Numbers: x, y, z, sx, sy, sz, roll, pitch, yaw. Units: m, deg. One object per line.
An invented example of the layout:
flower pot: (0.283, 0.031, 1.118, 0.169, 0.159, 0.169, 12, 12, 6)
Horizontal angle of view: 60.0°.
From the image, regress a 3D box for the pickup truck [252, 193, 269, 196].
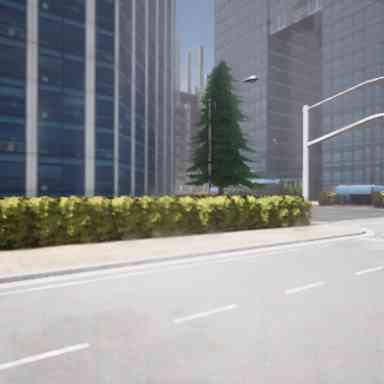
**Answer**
pickup truck: (14.035, 1.301, 67.296, 2.390, 2.098, 6.274, 0, 0, -6)
